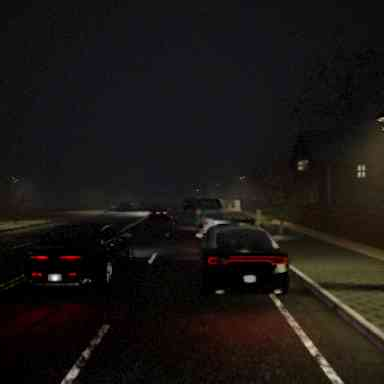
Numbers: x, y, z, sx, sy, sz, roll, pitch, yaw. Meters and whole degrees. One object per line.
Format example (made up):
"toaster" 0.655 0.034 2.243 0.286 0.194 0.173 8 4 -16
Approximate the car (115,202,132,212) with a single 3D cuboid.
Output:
"car" -10.132 2.161 49.394 1.812 1.442 4.674 -1 -1 -2

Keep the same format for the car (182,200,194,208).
"car" -0.830 2.242 62.928 1.994 1.385 4.181 -1 -1 -3

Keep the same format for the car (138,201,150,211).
"car" -6.901 2.098 50.012 2.128 1.511 4.902 -1 -1 -2

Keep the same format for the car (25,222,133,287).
"car" -2.980 1.637 9.711 1.837 1.490 4.892 0 0 1

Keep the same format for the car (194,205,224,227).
"car" 1.198 1.710 19.007 1.812 1.442 4.674 -1 -1 0

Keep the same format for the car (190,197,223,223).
"car" 1.172 1.473 25.078 2.150 2.045 5.566 -1 -1 0

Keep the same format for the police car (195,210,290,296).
"police car" 1.149 1.507 9.052 1.930 1.638 5.238 -1 -1 1

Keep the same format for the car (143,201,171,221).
"car" -3.012 1.908 31.431 2.033 1.411 5.357 -1 -1 -1

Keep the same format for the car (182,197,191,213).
"car" -0.086 1.687 43.997 2.150 2.045 5.566 -1 0 -2
